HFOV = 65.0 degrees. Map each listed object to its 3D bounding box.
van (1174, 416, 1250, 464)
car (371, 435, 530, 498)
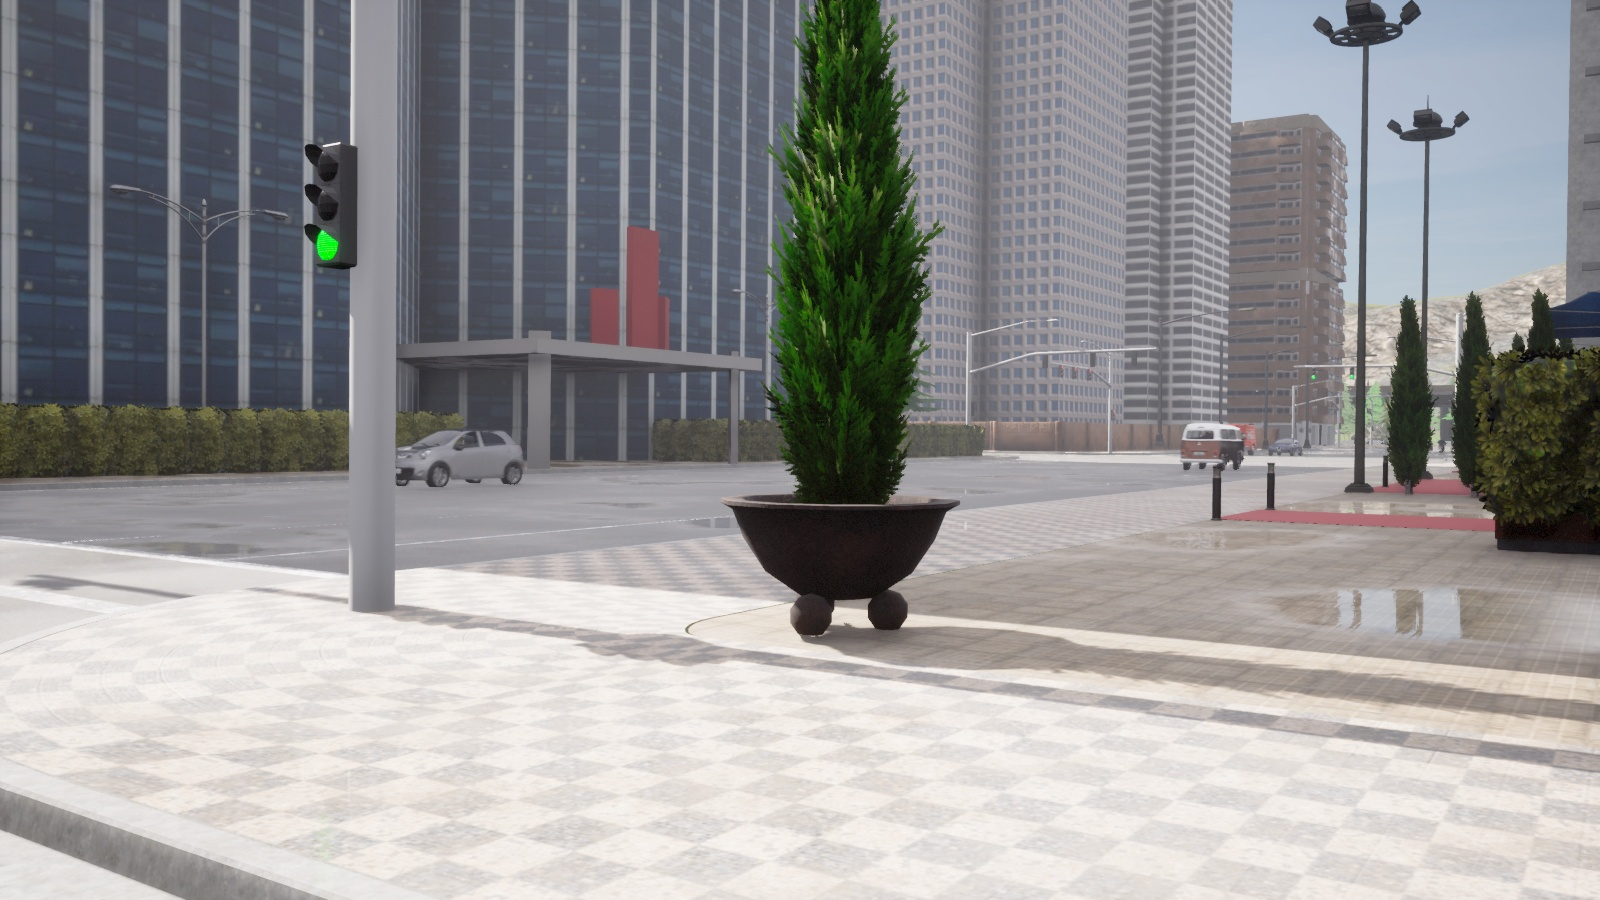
[{"bbox_3d":[18.101,-0.460,54.992,2.069,2.038,4.480,0,1,33],"label":"van"},{"bbox_3d":[-8.995,0.382,32.562,1.845,1.501,3.633,0,1,33],"label":"car"}]
